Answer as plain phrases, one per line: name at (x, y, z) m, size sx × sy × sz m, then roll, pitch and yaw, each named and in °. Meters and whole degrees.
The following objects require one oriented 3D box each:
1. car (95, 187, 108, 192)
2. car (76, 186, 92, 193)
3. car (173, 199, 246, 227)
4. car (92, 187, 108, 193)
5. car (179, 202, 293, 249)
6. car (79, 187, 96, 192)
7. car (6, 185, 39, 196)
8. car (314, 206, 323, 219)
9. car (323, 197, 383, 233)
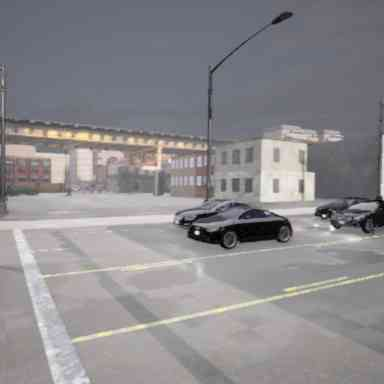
car at (-23.521, -0.561, 86.593) m, size 1.853 × 1.218 × 4.536 m, roll 1°, pitch 1°, yaw 1°
car at (-27.240, -0.465, 86.872) m, size 4.974 × 1.542 × 2.038 m, roll 1°, pitch 1°, yaw 31°
car at (1.434, 1.116, 16.737) m, size 4.902 × 1.511 × 2.128 m, roll -1°, pitch 2°, yaw -29°
car at (-23.523, -0.402, 86.544) m, size 2.038 × 1.542 × 4.974 m, roll 1°, pitch 1°, yaw 1°
car at (1.926, 1.277, 13.001) m, size 4.181 × 1.385 × 1.994 m, roll -1°, pitch 2°, yaw -29°
car at (-27.282, -0.624, 86.896) m, size 4.536 × 1.218 × 1.853 m, roll 1°, pitch 1°, yaw 31°
car at (-30.879, -0.285, 60.544) m, size 2.150 × 2.045 × 5.566 m, roll 2°, pitch 1°, yaw 35°
car at (10.512, 1.062, 21.836) m, size 5.357 × 1.411 × 2.033 m, roll -1°, pitch 2°, yaw -29°
car at (9.211, 1.163, 17.090) m, size 4.674 × 1.442 × 1.812 m, roll -1°, pitch 2°, yaw -29°
